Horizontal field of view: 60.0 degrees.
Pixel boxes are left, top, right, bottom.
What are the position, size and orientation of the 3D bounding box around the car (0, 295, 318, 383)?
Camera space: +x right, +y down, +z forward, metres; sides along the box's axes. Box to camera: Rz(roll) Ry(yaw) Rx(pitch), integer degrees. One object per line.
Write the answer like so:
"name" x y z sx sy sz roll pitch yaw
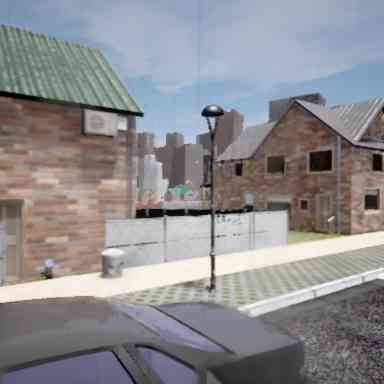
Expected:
"car" -1.452 1.548 2.031 5.357 1.411 2.033 0 0 -36
